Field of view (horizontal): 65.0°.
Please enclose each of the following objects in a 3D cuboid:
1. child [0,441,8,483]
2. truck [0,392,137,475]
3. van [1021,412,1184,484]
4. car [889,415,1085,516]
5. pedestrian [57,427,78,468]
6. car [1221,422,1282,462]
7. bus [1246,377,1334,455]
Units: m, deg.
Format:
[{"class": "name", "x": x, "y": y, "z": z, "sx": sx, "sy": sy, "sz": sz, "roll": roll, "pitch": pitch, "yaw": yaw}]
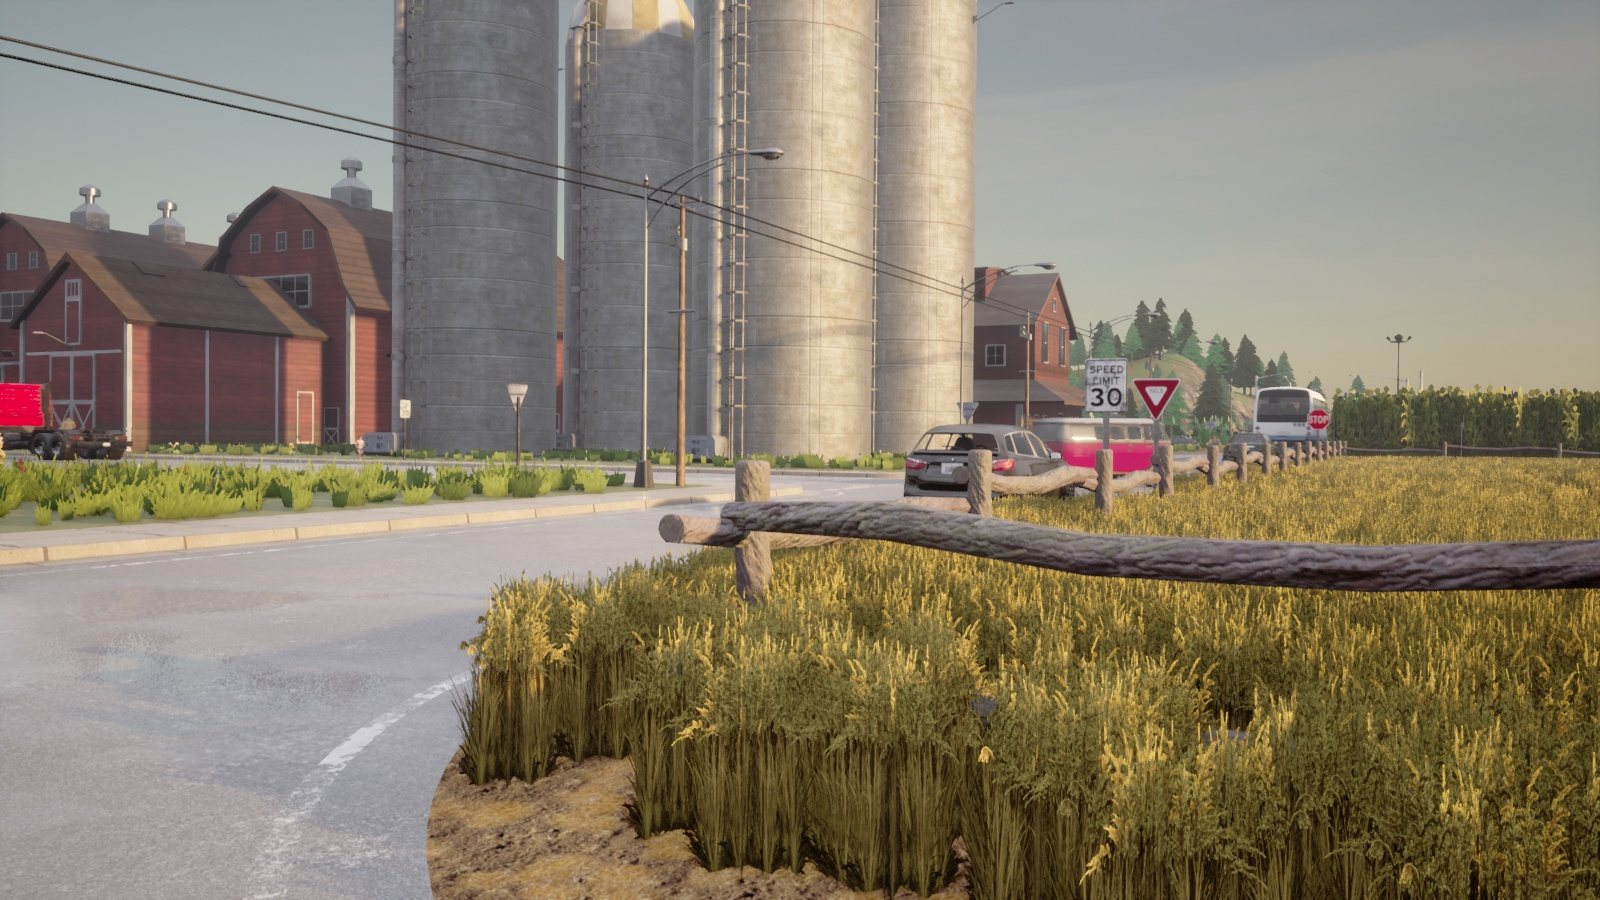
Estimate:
[{"class": "child", "x": -24.348, "y": 0.362, "z": 38.152, "sx": 0.437, "sy": 1.263, "sz": 0.270, "roll": 0, "pitch": 1, "yaw": 25}, {"class": "truck", "x": -33.367, "y": -0.714, "z": 55.614, "sx": 7.936, "sy": 3.462, "sz": 2.891, "roll": 0, "pitch": 1, "yaw": 26}, {"class": "van", "x": 8.743, "y": -0.093, "z": 36.263, "sx": 4.442, "sy": 1.987, "sz": 1.775, "roll": -1, "pitch": 1, "yaw": -25}, {"class": "car", "x": 3.596, "y": 0.223, "z": 23.331, "sx": 2.242, "sy": 1.667, "sz": 4.611, "roll": 0, "pitch": 1, "yaw": 27}, {"class": "pedestrian", "x": -35.756, "y": -0.132, "z": 61.264, "sx": 0.873, "sy": 1.952, "sz": 0.659, "roll": 0, "pitch": 1, "yaw": 45}, {"class": "car", "x": 20.759, "y": -0.388, "z": 57.594, "sx": 2.097, "sy": 1.767, "sz": 4.553, "roll": 0, "pitch": 1, "yaw": 27}, {"class": "bus", "x": 29.138, "y": -1.928, "z": 74.325, "sx": 3.944, "sy": 4.253, "sz": 10.273, "roll": 0, "pitch": 1, "yaw": 27}]
